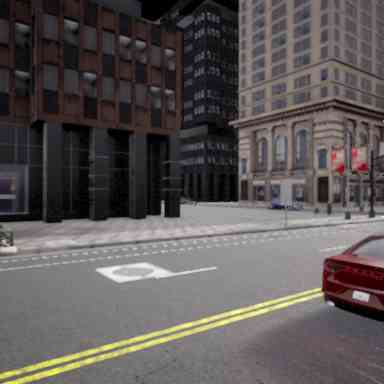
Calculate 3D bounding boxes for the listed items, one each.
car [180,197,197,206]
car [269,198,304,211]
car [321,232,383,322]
[{"bbox_3d":[-0.963,1.777,61.834,2.128,1.511,4.902,0,0,-35],"label":"car"},{"bbox_3d":[12.200,1.607,43.058,2.097,1.767,4.553,0,0,-35],"label":"car"},{"bbox_3d":[4.661,1.527,6.736,5.008,1.535,1.882,1,-1,-37],"label":"car"}]
